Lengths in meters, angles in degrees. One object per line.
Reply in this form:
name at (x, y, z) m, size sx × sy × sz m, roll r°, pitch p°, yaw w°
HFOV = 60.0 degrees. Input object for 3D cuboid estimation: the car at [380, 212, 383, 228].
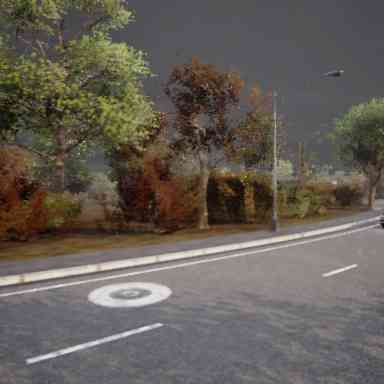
car at (13.726, 1.547, 21.515) m, size 2.033 × 1.411 × 5.357 m, roll 0°, pitch 0°, yaw 41°
